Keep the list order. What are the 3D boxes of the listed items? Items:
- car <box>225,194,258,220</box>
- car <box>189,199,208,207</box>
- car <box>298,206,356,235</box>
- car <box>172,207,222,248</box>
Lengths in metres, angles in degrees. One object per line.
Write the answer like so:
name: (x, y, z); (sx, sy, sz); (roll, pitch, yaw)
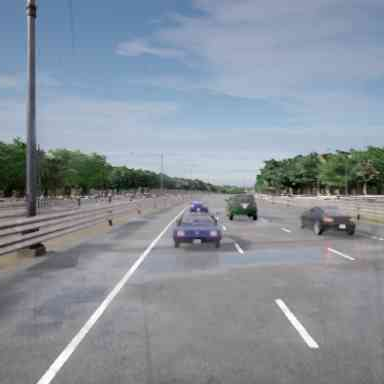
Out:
car: (3.970, 1.160, 27.174); (2.150, 2.045, 5.566); (0, 0, 2)
car: (0.661, 1.449, 33.492); (1.812, 1.442, 4.674); (0, 0, 2)
car: (7.287, 1.485, 18.301); (1.812, 1.442, 4.674); (0, 0, 1)
car: (0.218, 1.565, 14.612); (1.895, 1.301, 4.718); (0, 0, 1)
